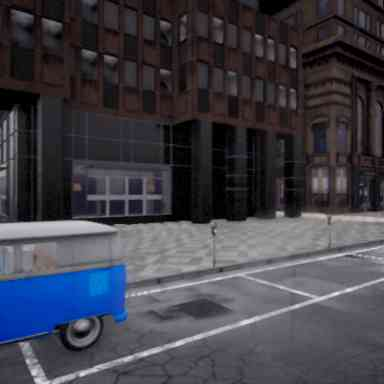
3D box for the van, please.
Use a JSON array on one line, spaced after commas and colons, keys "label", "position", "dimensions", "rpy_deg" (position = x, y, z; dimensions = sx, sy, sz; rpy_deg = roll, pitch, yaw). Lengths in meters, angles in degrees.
[{"label": "van", "position": [-2.886, 1.342, 4.588], "dimensions": [3.998, 1.788, 1.690], "rpy_deg": [0, 0, -35]}]
